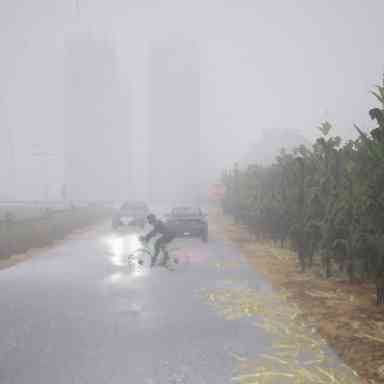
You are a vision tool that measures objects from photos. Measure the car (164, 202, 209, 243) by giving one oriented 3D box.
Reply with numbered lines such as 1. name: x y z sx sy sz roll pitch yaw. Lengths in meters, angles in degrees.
1. car: -0.264 1.434 15.826 1.837 1.490 4.892 0 0 -1

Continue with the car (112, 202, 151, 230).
1. car: -3.617 1.383 20.512 2.128 1.511 4.902 0 0 -1

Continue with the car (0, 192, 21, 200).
1. car: -38.633 0.899 68.309 4.611 1.667 2.242 0 1 -2

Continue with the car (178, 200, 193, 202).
1. car: -0.492 1.367 25.759 1.812 1.442 4.674 0 1 -1

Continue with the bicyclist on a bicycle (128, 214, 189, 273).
1. bicyclist on a bicycle: -0.930 1.424 9.084 1.656 1.620 0.582 -2 0 -1
